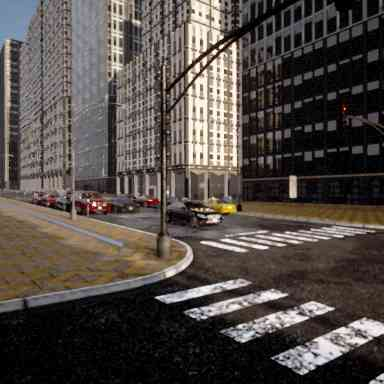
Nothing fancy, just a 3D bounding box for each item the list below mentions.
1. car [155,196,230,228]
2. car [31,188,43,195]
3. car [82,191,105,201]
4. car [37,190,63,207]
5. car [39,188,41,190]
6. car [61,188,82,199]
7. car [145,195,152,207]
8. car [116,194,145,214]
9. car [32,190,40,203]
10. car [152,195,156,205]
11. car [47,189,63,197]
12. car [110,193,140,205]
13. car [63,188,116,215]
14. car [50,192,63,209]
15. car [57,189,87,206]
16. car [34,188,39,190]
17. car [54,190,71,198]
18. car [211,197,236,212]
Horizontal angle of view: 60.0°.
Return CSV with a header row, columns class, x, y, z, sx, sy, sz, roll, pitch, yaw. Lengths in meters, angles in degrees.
class,x,y,z,sx,sy,sz,roll,pitch,yaw
car,-0.114,1.242,20.150,1.812,1.442,4.674,0,1,-36
car,-38.177,-0.209,82.024,1.967,1.590,4.097,1,0,-36
car,-14.957,0.645,50.273,1.947,1.339,4.313,1,0,-36
car,-15.080,0.861,36.246,1.887,1.381,4.507,1,0,-36
car,-31.545,0.103,72.953,1.887,1.381,4.507,1,0,-36
car,-21.587,0.185,59.343,2.192,1.841,5.009,1,0,-36
car,-5.005,0.976,36.665,1.802,1.307,4.206,1,0,-36
car,-6.066,1.090,28.289,1.994,1.385,4.181,0,1,-36
car,-18.398,0.793,40.781,1.802,1.307,4.206,1,0,-36
car,-1.687,1.065,32.129,1.947,1.339,4.313,1,0,-36
car,-28.227,0.213,68.416,2.008,1.369,4.403,1,0,-36
car,-8.323,0.855,41.201,1.947,1.339,4.313,1,0,-36
car,-8.440,0.841,27.174,2.192,1.841,5.009,1,0,-36
car,-11.763,0.987,31.711,1.947,1.339,4.313,1,0,-36
car,-14.322,0.617,39.605,2.097,1.767,4.553,0,1,-36
car,-34.860,-0.106,77.488,1.967,1.590,4.097,1,0,-36
car,-25.009,0.288,64.018,1.752,1.417,4.829,1,0,-36
car,1.599,1.126,27.785,1.752,1.417,4.829,1,0,-36
